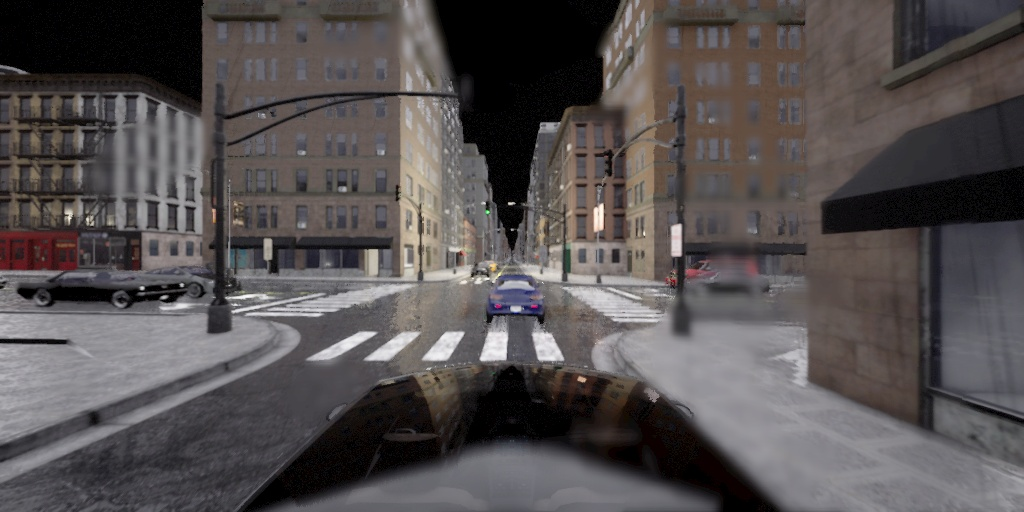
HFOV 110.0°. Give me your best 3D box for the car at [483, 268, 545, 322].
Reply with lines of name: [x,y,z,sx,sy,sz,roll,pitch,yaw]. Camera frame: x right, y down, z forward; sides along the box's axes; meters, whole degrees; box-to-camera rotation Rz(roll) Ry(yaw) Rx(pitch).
car: [0.113,1.338,12.480,1.812,1.442,4.674,1,0,0]

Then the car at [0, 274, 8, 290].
car: [-26.604,0.929,16.626,4.674,1.442,1.812,1,0,0]

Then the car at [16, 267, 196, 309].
car: [-15.003,1.177,13.335,4.718,1.301,1.895,1,0,3]

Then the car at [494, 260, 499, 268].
car: [-3.047,1.368,46.823,1.882,1.535,5.008,0,0,1]

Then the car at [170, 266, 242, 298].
car: [-15.050,1.150,16.587,4.181,1.385,1.994,1,0,1]

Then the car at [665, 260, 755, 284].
car: [12.922,1.276,23.214,5.566,2.045,2.150,1,0,-1]

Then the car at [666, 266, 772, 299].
car: [11.654,1.515,19.945,4.902,1.511,2.128,1,0,0]

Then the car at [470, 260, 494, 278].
car: [-3.086,1.364,36.337,1.837,1.490,4.892,0,0,0]
